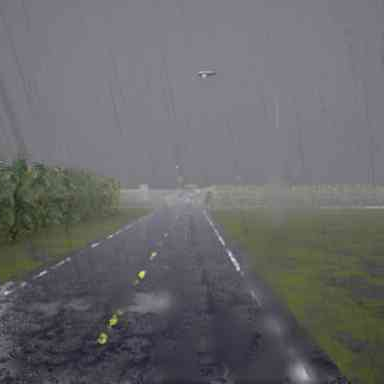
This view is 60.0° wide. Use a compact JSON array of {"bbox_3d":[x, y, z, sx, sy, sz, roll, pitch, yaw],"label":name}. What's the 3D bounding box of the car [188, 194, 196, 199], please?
[{"bbox_3d":[0.029,1.214,94.211,2.097,1.767,4.553,0,0,0],"label":"car"}]
